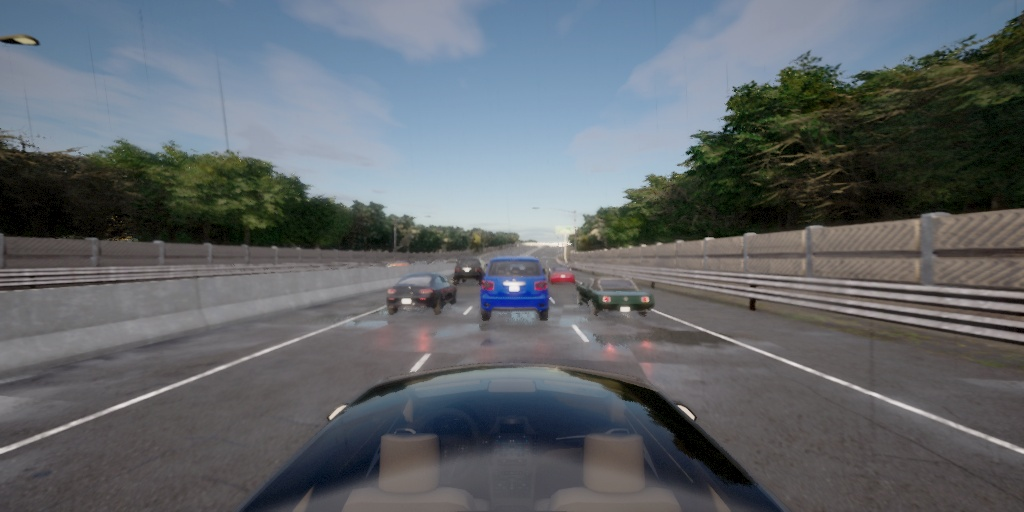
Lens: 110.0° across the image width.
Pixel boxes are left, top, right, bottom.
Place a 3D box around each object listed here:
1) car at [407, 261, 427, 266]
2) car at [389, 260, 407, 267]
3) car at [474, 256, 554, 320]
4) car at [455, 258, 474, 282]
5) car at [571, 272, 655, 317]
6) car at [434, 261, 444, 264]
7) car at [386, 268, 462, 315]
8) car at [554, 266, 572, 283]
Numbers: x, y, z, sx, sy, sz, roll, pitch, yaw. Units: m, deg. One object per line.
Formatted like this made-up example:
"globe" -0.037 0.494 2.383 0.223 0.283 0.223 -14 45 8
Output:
"car" -15.883 1.688 61.542 1.837 1.490 4.892 0 0 4
"car" -19.372 1.534 61.787 2.097 1.767 4.553 0 0 4
"car" 0.123 1.036 13.038 2.150 2.045 5.566 0 0 1
"car" -3.100 1.151 28.080 2.150 2.045 5.566 0 0 2
"car" 3.635 1.419 13.568 1.895 1.301 4.718 0 0 1
"car" -12.386 1.691 61.485 1.837 1.490 4.892 0 0 4
"car" -3.356 1.344 13.937 1.812 1.442 4.674 0 -1 2
"car" 3.944 1.506 29.174 1.994 1.385 4.181 0 0 2
